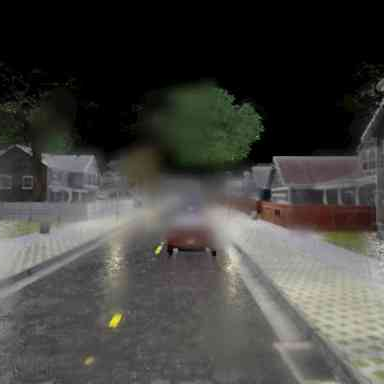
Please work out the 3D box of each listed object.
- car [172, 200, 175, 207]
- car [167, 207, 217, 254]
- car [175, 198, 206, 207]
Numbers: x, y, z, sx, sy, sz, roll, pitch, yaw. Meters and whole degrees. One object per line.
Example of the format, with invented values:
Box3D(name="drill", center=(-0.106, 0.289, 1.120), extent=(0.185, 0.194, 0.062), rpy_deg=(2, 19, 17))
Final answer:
Box3D(name="car", center=(-2.830, 2.179, 64.574), extent=(2.128, 1.511, 4.902), rpy_deg=(0, -1, 1))
Box3D(name="car", center=(0.018, 1.633, 14.196), extent=(1.882, 1.535, 5.008), rpy_deg=(0, 0, 1))
Box3D(name="car", center=(-0.014, 1.523, 27.529), extent=(2.150, 2.045, 5.566), rpy_deg=(0, 0, 0))
